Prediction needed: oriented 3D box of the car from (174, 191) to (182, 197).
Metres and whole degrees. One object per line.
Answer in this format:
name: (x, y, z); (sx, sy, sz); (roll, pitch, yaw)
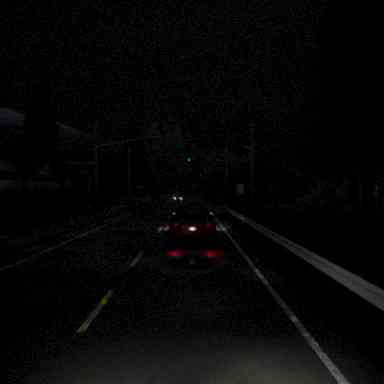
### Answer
car: (-3.448, 0.578, 82.053); (1.812, 1.442, 4.674); (0, 1, 0)

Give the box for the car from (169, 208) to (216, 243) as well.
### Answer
car: (0.034, 1.391, 15.042); (1.994, 1.385, 4.181); (0, 1, 1)

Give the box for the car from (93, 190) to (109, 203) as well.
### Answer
car: (-14.495, 0.702, 53.145); (1.905, 1.878, 3.866); (0, 1, -1)

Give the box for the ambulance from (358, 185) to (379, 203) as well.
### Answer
ambulance: (19.823, 0.403, 39.036); (6.366, 2.431, 2.351); (0, 1, 0)
